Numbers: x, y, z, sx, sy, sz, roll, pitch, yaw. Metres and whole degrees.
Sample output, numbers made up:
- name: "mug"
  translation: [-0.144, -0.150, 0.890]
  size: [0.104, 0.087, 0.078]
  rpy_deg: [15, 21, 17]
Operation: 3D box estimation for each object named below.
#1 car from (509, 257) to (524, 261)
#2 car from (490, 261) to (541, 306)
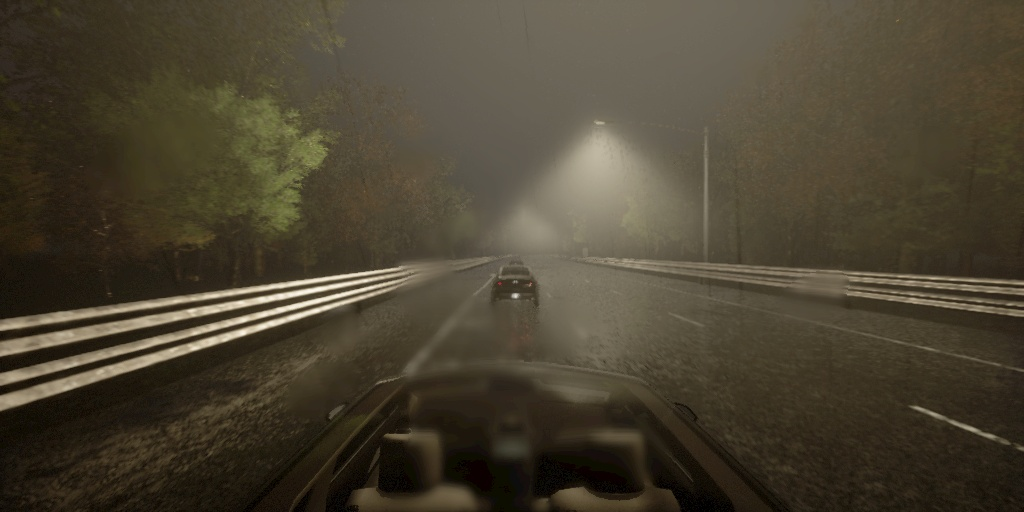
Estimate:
- name: "car"
  translation: [0.558, 0.858, 46.872]
  size: [2.128, 1.511, 4.902]
  rpy_deg: [0, 0, 1]
- name: "car"
  translation: [0.145, 1.142, 15.091]
  size: [1.837, 1.490, 4.892]
  rpy_deg: [0, 0, 0]
